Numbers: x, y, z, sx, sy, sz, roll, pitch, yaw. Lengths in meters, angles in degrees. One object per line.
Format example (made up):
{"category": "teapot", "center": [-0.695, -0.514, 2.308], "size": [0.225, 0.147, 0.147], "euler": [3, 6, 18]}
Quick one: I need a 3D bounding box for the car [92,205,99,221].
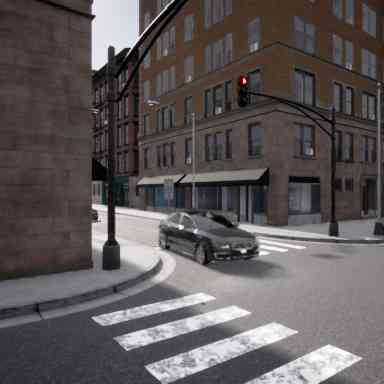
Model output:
{"category": "car", "center": [-8.547, 1.378, 24.993], "size": [1.812, 1.442, 4.674], "euler": [0, 0, -36]}

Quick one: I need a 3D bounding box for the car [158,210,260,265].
{"category": "car", "center": [0.355, 1.456, 11.756], "size": [1.837, 1.490, 4.892], "euler": [0, 0, -28]}
